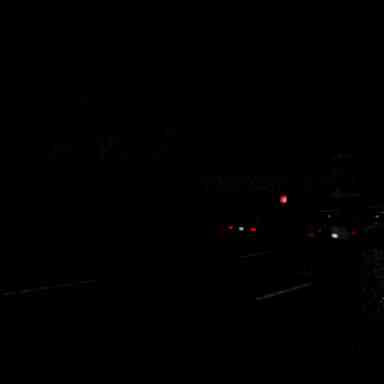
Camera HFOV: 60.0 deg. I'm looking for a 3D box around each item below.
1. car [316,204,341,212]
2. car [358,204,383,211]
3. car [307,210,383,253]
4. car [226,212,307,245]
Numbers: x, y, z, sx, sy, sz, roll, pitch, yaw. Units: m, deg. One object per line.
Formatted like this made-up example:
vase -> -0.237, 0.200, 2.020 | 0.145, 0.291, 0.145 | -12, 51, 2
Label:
car -> 12.015, 1.782, 29.233 | 2.128, 1.511, 4.902 | 0, 0, 21
car -> 15.459, 1.790, 28.516 | 1.882, 1.535, 5.008 | 0, 0, 20
car -> 6.984, 1.716, 14.591 | 1.994, 1.385, 4.181 | 0, 0, 42
car -> 3.885, 1.686, 16.353 | 2.033, 1.411, 5.357 | 0, 0, 44
